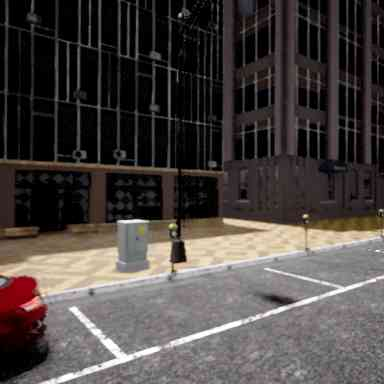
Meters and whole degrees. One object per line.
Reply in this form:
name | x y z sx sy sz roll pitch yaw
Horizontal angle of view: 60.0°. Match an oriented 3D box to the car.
car | -3.908 1.585 3.761 4.206 1.307 1.802 0 1 -36
